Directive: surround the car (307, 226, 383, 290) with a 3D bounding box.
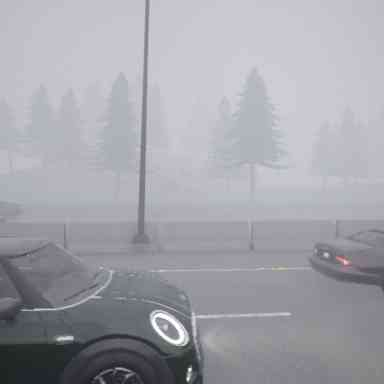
[{"bbox_3d":[5.663,1.529,8.072,5.357,1.411,2.033,0,0,-5],"label":"car"}]

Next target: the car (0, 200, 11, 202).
[{"bbox_3d":[-16.290,1.423,24.036,4.902,1.511,2.128,0,0,-5],"label":"car"}]

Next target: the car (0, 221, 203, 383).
[{"bbox_3d":[-2.159,1.349,3.921,4.553,1.767,2.097,0,0,-5],"label":"car"}]

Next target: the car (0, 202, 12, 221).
[{"bbox_3d":[-14.005,1.511,20.713,4.181,1.385,1.994,0,0,-5],"label":"car"}]

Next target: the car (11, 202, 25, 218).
[{"bbox_3d":[-16.563,1.434,27.525,4.892,1.490,1.837,0,0,-5],"label":"car"}]
